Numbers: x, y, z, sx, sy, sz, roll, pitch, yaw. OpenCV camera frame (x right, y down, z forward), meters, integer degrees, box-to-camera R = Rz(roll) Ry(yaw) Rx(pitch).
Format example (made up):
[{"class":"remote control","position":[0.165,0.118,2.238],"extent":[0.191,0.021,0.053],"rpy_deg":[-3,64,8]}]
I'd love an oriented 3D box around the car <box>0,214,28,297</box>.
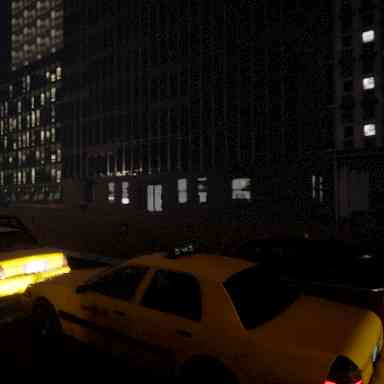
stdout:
[{"class":"car","position":[-5.198,1.495,8.184],"extent":[5.366,1.575,1.801],"rpy_deg":[0,-1,36]}]

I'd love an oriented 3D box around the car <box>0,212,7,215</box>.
[{"class":"car","position":[-7.683,1.499,12.241],"extent":[4.097,1.590,1.967],"rpy_deg":[0,-1,36]}]

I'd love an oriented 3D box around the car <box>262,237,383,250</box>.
[{"class":"car","position":[1.301,1.488,5.655],"extent":[4.097,1.590,1.967],"rpy_deg":[0,-1,36]}]

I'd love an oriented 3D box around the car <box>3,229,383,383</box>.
[{"class":"car","position":[-0.371,1.490,4.621],"extent":[5.366,1.575,1.801],"rpy_deg":[0,-1,36]}]
